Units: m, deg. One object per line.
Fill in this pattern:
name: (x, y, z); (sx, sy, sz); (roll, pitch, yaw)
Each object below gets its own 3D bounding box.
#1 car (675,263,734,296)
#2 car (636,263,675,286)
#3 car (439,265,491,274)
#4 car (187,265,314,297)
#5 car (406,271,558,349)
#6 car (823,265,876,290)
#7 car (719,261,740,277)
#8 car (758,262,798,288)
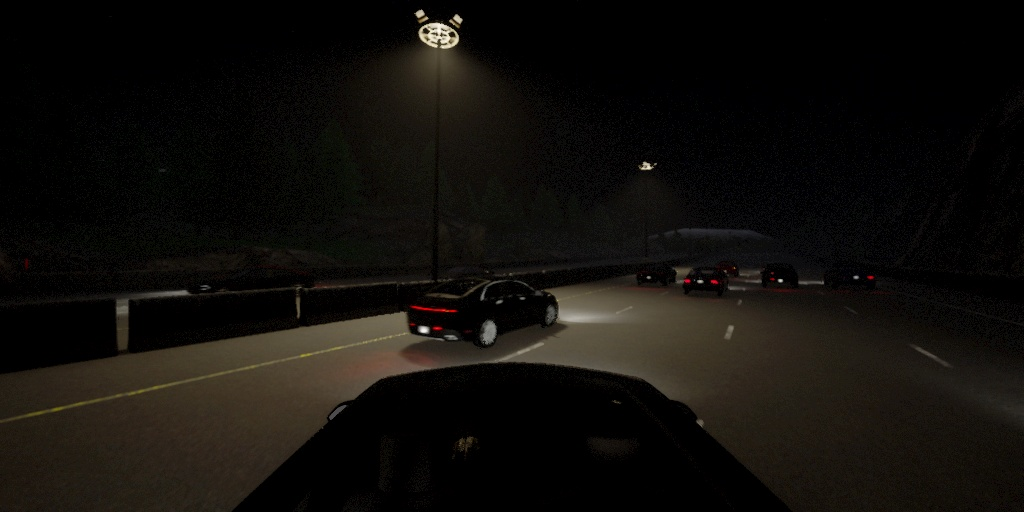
car: (10.774, 1.311, 19.851); (2.033, 1.411, 5.357); (0, 0, 35)
car: (10.284, 1.231, 25.358); (1.882, 1.535, 5.008); (0, 0, 34)
car: (-3.269, 1.353, 24.439); (2.033, 1.411, 5.357); (0, 0, 34)
car: (-12.339, 1.289, 17.304); (1.882, 1.535, 5.008); (0, 0, 34)
car: (-0.486, 1.286, 9.482); (1.837, 1.490, 4.892); (0, 0, 34)
car: (21.070, 1.257, 22.555); (2.033, 1.411, 5.357); (0, 0, 34)
car: (20.371, 1.180, 34.006); (1.812, 1.442, 4.674); (0, 0, 34)
car: (17.736, 1.227, 23.877); (1.837, 1.490, 4.892); (0, 0, 34)
